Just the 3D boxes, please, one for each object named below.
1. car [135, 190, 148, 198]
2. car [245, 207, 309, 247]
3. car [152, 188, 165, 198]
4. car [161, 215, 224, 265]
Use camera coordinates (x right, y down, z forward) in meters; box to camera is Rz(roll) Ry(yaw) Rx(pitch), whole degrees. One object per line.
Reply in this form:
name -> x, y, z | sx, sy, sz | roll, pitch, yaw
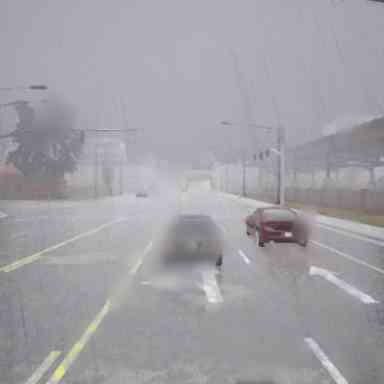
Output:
car -> -10.492, 0.301, 69.452 | 2.097, 1.767, 4.553 | 0, 1, 0
car -> 3.556, 1.383, 14.657 | 1.882, 1.535, 5.008 | 0, 1, 0
car -> -6.992, 0.162, 69.914 | 2.150, 2.045, 5.566 | 0, 1, 0
car -> 0.024, 1.482, 11.373 | 2.033, 1.411, 5.357 | 0, 1, 0
